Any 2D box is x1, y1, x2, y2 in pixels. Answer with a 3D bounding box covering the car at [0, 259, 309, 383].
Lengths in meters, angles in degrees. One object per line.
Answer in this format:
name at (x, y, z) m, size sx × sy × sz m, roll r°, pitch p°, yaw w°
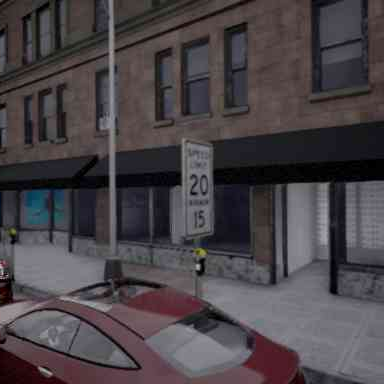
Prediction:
car at (-0.934, 1.609, 3.477) m, size 4.206 × 1.307 × 1.802 m, roll -1°, pitch 0°, yaw 36°
